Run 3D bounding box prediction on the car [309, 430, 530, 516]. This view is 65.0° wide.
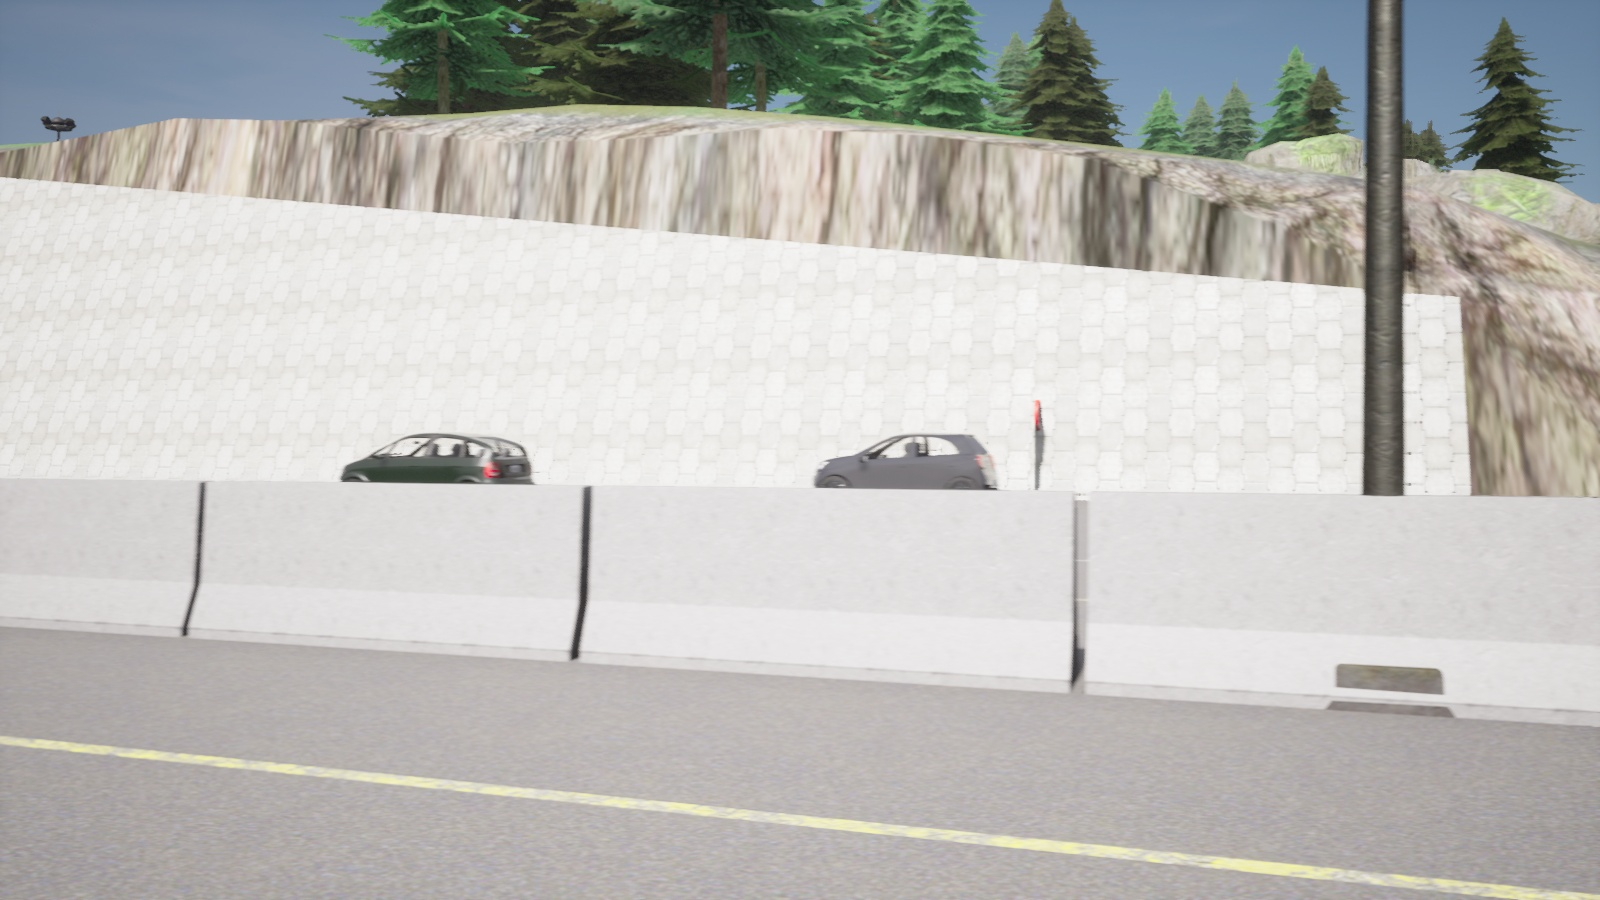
[{"bbox_3d":[-7.287,0.392,24.107,3.705,1.549,1.789,1,1,19],"label":"car"}]

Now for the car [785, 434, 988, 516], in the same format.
[{"bbox_3d":[1.727,0.450,24.767,3.633,1.501,1.845,1,1,19],"label":"car"}]
